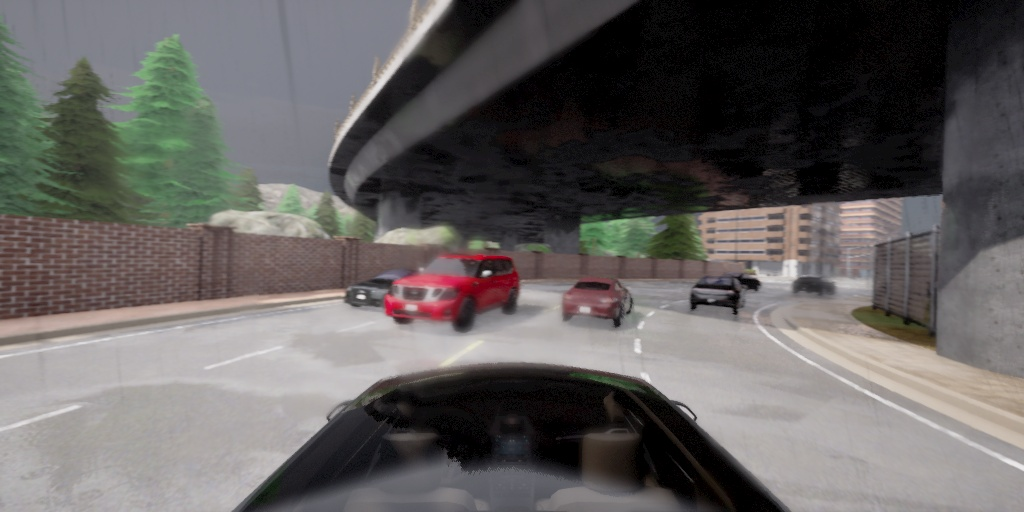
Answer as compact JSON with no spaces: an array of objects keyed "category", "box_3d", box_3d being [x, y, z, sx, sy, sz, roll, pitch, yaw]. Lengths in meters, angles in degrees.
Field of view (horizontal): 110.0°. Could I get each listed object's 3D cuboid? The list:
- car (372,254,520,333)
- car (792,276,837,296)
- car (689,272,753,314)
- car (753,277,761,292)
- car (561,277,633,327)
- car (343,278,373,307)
[{"category":"car","box_3d":[-1.463,0.948,11.276,2.150,2.045,5.566,2,0,21]},{"category":"car","box_3d":[24.181,2.329,28.630,4.892,1.490,1.837,3,0,-35]},{"category":"car","box_3d":[9.562,1.682,16.566,2.128,1.511,4.902,2,0,36]},{"category":"car","box_3d":[18.100,2.071,28.585,4.902,1.511,2.128,2,0,-36]},{"category":"car","box_3d":[3.059,1.439,12.505,1.812,1.442,4.674,2,0,24]},{"category":"car","box_3d":[-4.164,1.191,13.572,1.994,1.385,4.181,2,0,23]}]
